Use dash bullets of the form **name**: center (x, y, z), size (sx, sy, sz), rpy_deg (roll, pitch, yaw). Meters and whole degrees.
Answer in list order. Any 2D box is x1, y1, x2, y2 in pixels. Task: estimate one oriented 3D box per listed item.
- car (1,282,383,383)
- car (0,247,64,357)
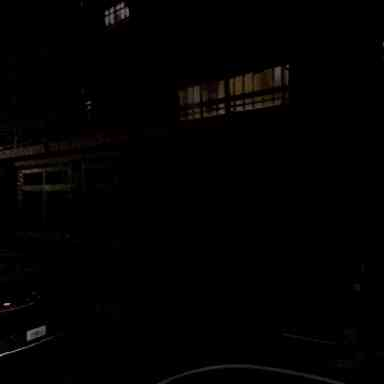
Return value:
- **car**: center (0.818, 1.556, 2.292), size (4.403, 1.369, 2.008), rpy_deg (-1, 0, 36)
- **car**: center (-3.790, 1.613, 5.582), size (4.403, 1.369, 2.008), rpy_deg (-1, 0, 36)
